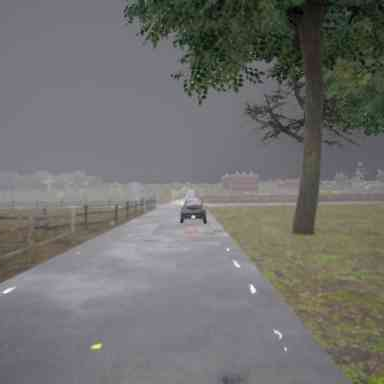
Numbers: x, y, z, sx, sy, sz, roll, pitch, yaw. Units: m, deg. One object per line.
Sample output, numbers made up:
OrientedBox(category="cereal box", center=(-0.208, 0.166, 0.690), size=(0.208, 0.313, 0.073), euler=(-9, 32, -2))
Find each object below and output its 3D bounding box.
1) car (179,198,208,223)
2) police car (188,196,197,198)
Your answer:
OrientedBox(category="car", center=(0.096, 1.413, 24.684), size=(1.837, 1.490, 4.892), euler=(0, 0, 0))
OrientedBox(category="police car", center=(0.078, 1.319, 39.673), size=(1.930, 1.638, 5.238), euler=(0, 0, 0))
